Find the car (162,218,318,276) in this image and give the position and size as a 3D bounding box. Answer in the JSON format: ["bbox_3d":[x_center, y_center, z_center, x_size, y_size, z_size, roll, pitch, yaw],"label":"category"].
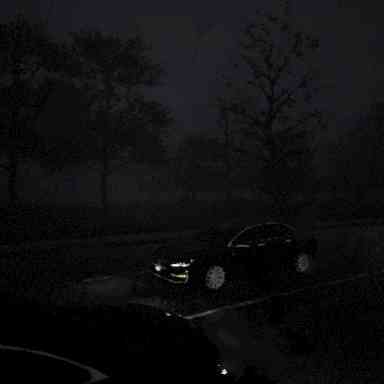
[{"bbox_3d":[1.280,1.488,8.871,4.892,1.490,1.837,0,0,-32],"label":"car"}]

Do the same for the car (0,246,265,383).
[{"bbox_3d":[-1.864,1.498,2.301,4.892,1.490,1.837,0,0,-35],"label":"car"}]
